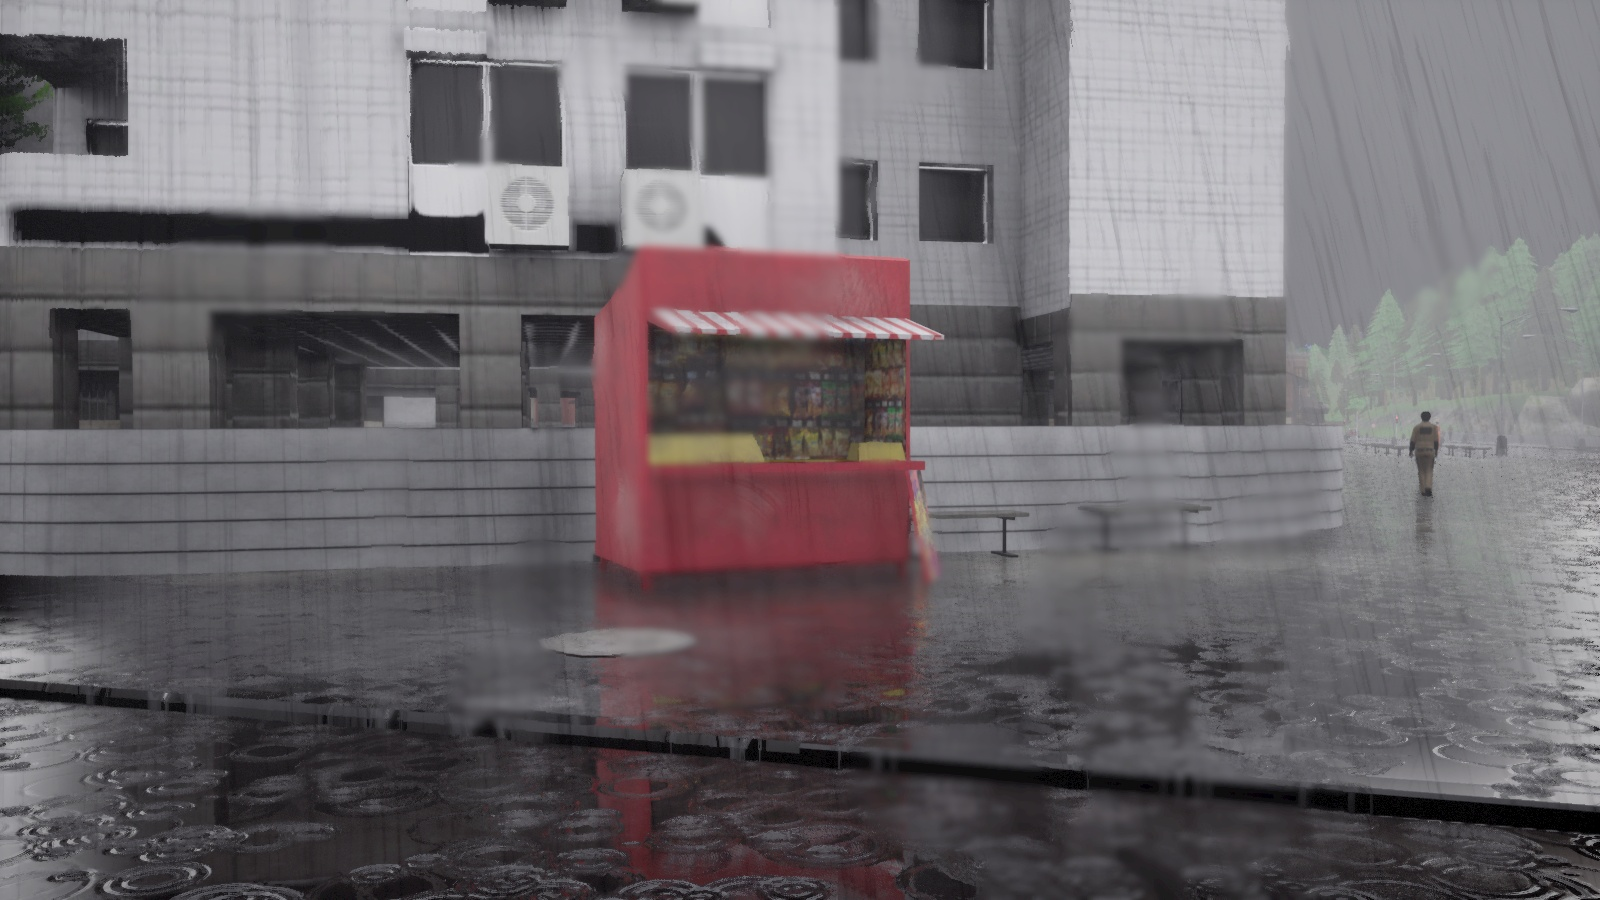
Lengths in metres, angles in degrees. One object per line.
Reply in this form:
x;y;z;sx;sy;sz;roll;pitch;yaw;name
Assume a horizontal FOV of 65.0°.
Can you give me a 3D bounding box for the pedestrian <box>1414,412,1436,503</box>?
13.395;0.156;26.902;0.396;1.930;0.692;1;1;27;pedestrian
